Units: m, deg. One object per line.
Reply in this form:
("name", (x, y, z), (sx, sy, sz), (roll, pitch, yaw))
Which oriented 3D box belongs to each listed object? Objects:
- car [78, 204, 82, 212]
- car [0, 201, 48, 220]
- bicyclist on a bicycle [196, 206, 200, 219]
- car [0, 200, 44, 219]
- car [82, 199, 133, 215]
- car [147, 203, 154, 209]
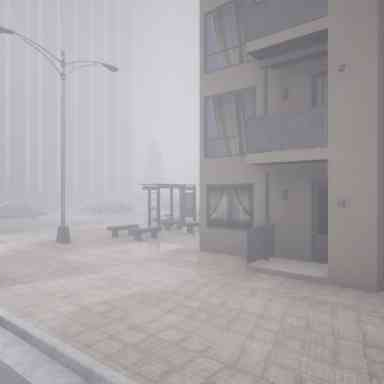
("car", (-10.347, 1.547, 37.305), (2.128, 1.511, 4.902), (0, 0, 40))
("car", (-14.554, 1.603, 26.819), (2.033, 1.411, 5.357), (0, 0, 40))
("bicyclist on a bicycle", (0.940, 1.356, 26.674), (1.656, 1.620, 0.582), (0, 0, 40))
("car", (-16.269, 1.560, 30.228), (1.837, 1.490, 4.892), (0, 0, 40))
("car", (-8.403, 1.656, 34.177), (1.895, 1.301, 4.718), (0, 0, 40))
("car", (-3.538, 1.277, 45.407), (2.150, 2.045, 5.566), (0, 0, 41))
